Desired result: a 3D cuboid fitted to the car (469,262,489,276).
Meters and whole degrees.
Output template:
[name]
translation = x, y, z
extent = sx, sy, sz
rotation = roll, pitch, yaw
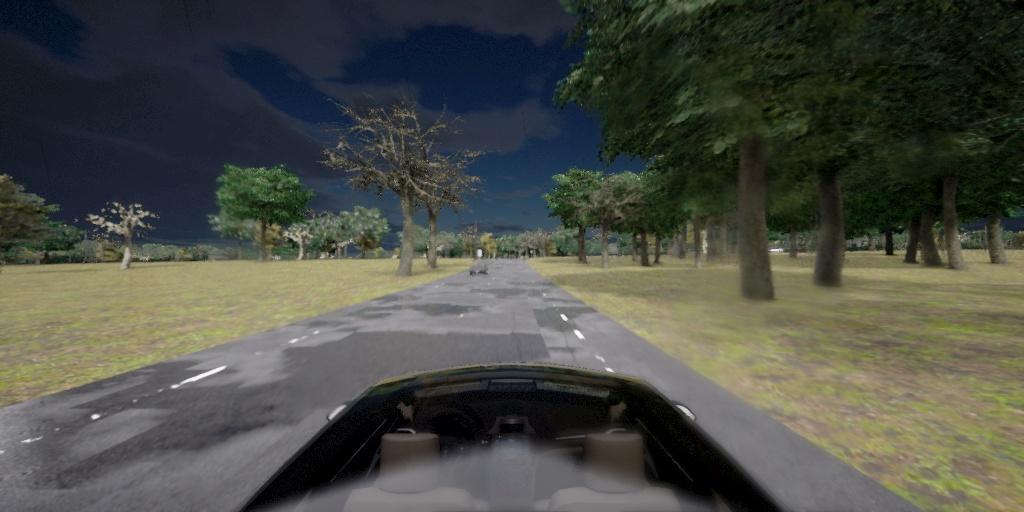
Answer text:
[car]
translation = -3.584, 1.383, 39.346
extent = 1.837, 1.490, 4.892
rotation = 0, 0, 0
